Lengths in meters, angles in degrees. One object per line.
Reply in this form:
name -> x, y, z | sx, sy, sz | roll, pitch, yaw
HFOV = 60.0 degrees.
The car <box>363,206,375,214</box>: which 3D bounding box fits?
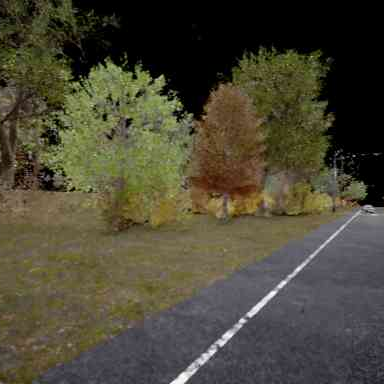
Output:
car -> 33.093, 3.317, 62.358 | 1.837, 1.490, 4.892 | 2, -1, 28
